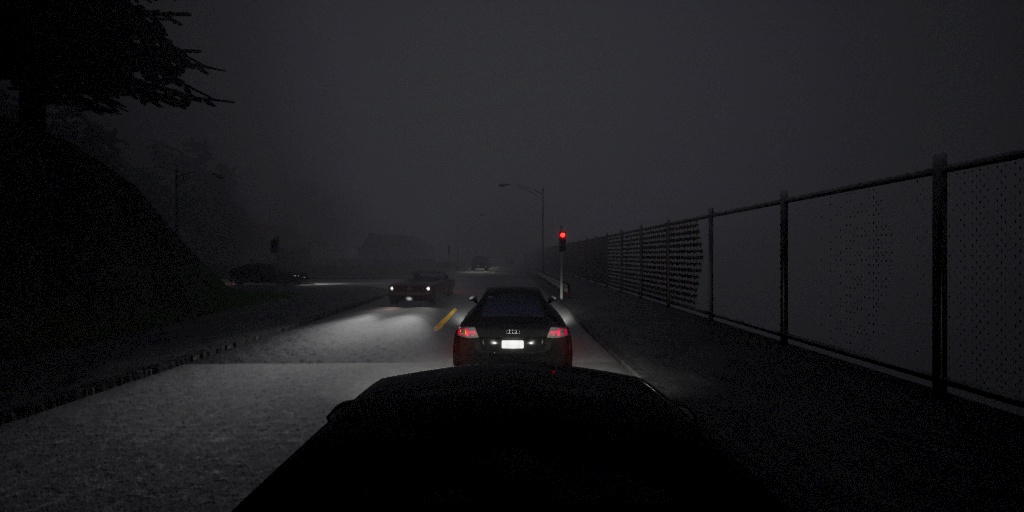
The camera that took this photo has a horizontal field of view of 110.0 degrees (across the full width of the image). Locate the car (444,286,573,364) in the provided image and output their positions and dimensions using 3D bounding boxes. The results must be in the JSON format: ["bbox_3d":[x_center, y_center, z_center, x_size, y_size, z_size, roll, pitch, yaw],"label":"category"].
[{"bbox_3d":[0.018,1.314,7.464,1.994,1.385,4.181,0,0,0],"label":"car"}]

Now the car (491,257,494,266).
[{"bbox_3d":[-4.556,1.276,60.514,1.812,1.442,4.674,0,0,0],"label":"car"}]

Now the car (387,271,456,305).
[{"bbox_3d":[-3.885,1.351,16.132,1.895,1.301,4.718,0,0,2],"label":"car"}]

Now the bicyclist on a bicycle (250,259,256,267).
[{"bbox_3d":[-24.050,1.099,33.279,0.582,1.620,1.656,0,0,0],"label":"bicyclist on a bicycle"}]

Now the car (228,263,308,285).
[{"bbox_3d":[-16.884,1.256,24.943,4.892,1.490,1.837,0,0,-1],"label":"car"}]

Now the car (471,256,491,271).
[{"bbox_3d":[-4.494,0.972,50.597,2.150,2.045,5.566,0,0,0],"label":"car"}]
